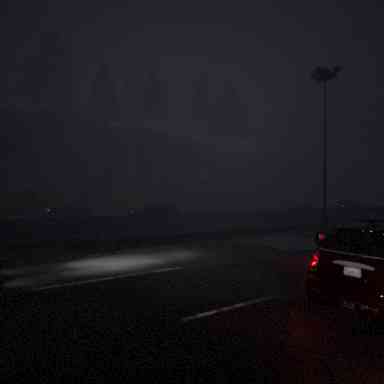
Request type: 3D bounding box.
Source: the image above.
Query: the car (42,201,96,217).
[{"bbox_3d":[-11.191,1.592,30.397,4.674,1.442,1.812,0,0,-35],"label":"car"}]

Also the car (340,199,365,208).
[{"bbox_3d":[27.542,1.980,57.033,4.892,1.490,1.837,1,0,-36],"label":"car"}]

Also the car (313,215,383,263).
[{"bbox_3d":[6.976,1.700,13.009,4.718,1.301,1.895,1,0,-35],"label":"car"}]

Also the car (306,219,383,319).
[{"bbox_3d":[4.481,1.408,6.943,4.553,1.767,2.097,1,0,-35],"label":"car"}]

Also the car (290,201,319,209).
[{"bbox_3d":[14.922,1.850,44.165,4.181,1.385,1.994,1,0,-34],"label":"car"}]

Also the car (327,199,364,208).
[{"bbox_3d":[17.053,1.618,37.159,4.553,1.767,2.097,0,0,-34],"label":"car"}]

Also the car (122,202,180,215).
[{"bbox_3d":[-3.322,1.592,27.387,4.902,1.511,2.128,1,0,-35],"label":"car"}]
